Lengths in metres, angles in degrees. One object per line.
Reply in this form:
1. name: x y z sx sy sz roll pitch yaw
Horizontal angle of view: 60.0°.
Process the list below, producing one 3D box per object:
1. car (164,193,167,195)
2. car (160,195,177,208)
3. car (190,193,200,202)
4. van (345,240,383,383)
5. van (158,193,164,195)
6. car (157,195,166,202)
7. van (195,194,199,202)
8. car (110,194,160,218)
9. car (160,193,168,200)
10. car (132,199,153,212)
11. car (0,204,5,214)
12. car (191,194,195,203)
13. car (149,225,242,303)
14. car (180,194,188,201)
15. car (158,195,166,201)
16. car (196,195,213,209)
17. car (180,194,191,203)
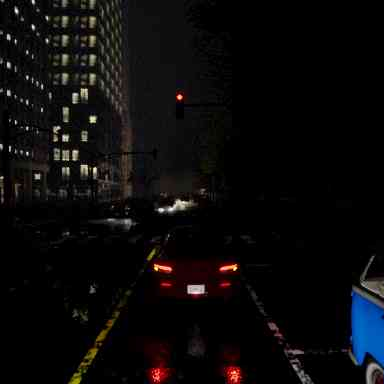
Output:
1. car: -4.016 1.478 63.174 1.837 1.490 4.892 0 0 -2
2. car: -3.538 1.548 46.434 1.994 1.385 4.181 0 0 -1
3. car: 0.740 1.271 78.945 2.192 1.841 5.009 0 0 -3
4. van: 2.558 1.341 2.145 1.690 1.788 3.998 0 0 0
5. van: -6.625 1.314 61.941 1.690 1.788 3.998 0 0 -2
6. car: -7.276 1.501 78.571 1.887 1.381 4.507 0 0 -2
7. van: 1.748 1.322 51.233 1.690 1.788 3.998 0 0 -2
8. car: -5.185 1.305 29.491 2.097 1.767 4.553 0 -1 25
9. car: -8.075 1.252 95.196 2.192 1.841 5.009 0 0 -3
10. car: -5.832 1.539 39.770 2.008 1.369 4.403 0 0 -1
11. car: -18.220 1.377 28.510 4.206 1.307 1.802 1 0 3
12. car: 1.185 1.492 68.026 1.752 1.417 4.829 0 0 -2
13. car: 0.054 1.525 8.080 1.812 1.442 4.674 0 0 0
14. car: -1.900 1.264 80.591 1.882 1.535 5.008 0 0 -3
15. car: -7.528 1.532 84.115 1.802 1.307 4.206 0 0 -3
16. car: 1.899 1.510 45.860 1.752 1.417 4.829 0 0 -2
17. car: -1.481 1.552 70.616 1.895 1.301 4.718 0 0 -2
